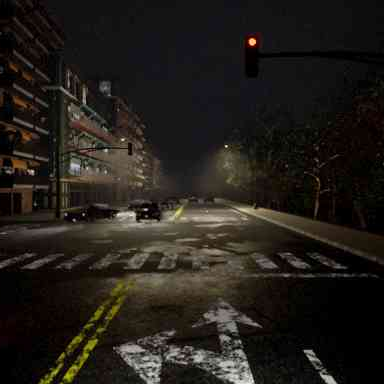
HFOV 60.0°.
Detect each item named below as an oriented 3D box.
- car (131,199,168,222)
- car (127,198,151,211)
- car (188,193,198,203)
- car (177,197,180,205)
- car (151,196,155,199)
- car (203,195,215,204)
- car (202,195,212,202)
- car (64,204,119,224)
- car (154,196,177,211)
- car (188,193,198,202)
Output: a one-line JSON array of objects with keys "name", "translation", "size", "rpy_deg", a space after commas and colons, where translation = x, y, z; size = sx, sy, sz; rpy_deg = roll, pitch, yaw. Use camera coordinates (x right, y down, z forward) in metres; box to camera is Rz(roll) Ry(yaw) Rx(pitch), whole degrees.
[{"name": "car", "translation": [-3.268, 1.534, 26.385], "size": [1.837, 1.490, 4.892], "rpy_deg": [0, 0, 0]}, {"name": "car", "translation": [-6.472, 1.607, 39.858], "size": [1.895, 1.301, 4.718], "rpy_deg": [0, 0, 0]}, {"name": "car", "translation": [0.316, 1.512, 66.466], "size": [2.128, 1.511, 4.902], "rpy_deg": [0, 0, 0]}, {"name": "car", "translation": [-3.138, 1.541, 58.444], "size": [1.812, 1.442, 4.674], "rpy_deg": [0, 0, 0]}, {"name": "car", "translation": [-6.386, 1.507, 58.927], "size": [2.128, 1.511, 4.902], "rpy_deg": [0, 0, 0]}, {"name": "car", "translation": [3.464, 1.525, 66.049], "size": [1.837, 1.490, 4.892], "rpy_deg": [0, 0, 0]}, {"name": "car", "translation": [3.498, 1.498, 76.468], "size": [2.033, 1.411, 5.357], "rpy_deg": [0, 0, 0]}, {"name": "car", "translation": [-7.657, 1.647, 25.684], "size": [1.895, 1.301, 4.718], "rpy_deg": [0, 1, 18]}, {"name": "car", "translation": [-3.219, 1.511, 40.531], "size": [1.837, 1.490, 4.892], "rpy_deg": [0, 0, 0]}, {"name": "car", "translation": [0.249, 1.253, 76.556], "size": [2.150, 2.045, 5.566], "rpy_deg": [0, 0, 0]}]
